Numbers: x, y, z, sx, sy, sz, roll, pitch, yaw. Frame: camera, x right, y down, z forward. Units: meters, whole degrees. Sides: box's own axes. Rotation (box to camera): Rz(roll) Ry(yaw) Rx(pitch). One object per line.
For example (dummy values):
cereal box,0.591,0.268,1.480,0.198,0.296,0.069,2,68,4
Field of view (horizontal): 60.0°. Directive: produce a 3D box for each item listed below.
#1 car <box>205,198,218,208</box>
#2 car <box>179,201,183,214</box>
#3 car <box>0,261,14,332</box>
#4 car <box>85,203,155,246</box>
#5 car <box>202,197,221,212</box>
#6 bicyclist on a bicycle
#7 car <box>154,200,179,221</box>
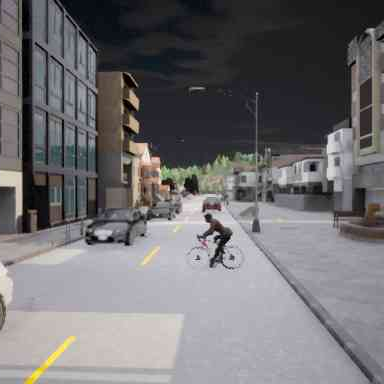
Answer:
car,2.950,1.597,49.423,1.895,1.301,4.718,0,0,4
car,-2.032,1.544,34.849,2.033,1.411,5.357,0,0,4
car,-3.963,1.525,3.757,1.812,1.442,4.674,0,0,4
car,-3.282,1.490,15.206,2.128,1.511,4.902,0,0,4
car,2.307,1.348,38.452,2.097,1.767,4.553,0,0,4
bicyclist on a bicycle,0.649,1.436,9.532,1.656,1.620,0.582,-2,0,3
car,-2.449,1.504,27.379,1.837,1.490,4.892,0,0,4
